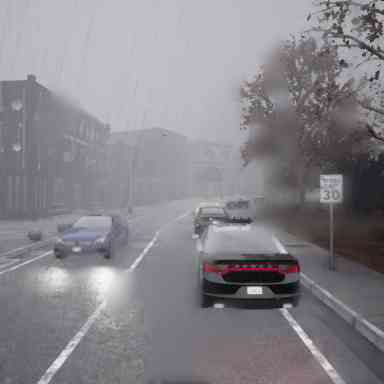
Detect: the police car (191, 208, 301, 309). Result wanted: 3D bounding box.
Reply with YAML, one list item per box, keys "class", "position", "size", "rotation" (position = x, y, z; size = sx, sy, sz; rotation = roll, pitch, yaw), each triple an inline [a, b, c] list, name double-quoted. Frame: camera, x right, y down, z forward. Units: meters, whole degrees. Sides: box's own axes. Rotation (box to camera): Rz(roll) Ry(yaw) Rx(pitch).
- class: "police car"
  position: [1.033, 1.427, 8.091]
  size: [1.930, 1.638, 5.238]
  rotation: [0, 0, 0]

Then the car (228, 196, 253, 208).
- class: "car"
  position: [6.399, 1.518, 46.172]
  size: [1.895, 1.301, 4.718]
  rotation: [0, 0, 28]

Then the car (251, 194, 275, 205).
- class: "car"
  position: [12.050, 1.290, 55.330]
  size: [1.837, 1.490, 4.892]
  rotation: [-1, 1, 40]

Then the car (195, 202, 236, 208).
- class: "car"
  position: [1.042, 1.509, 17.937]
  size: [1.837, 1.490, 4.892]
  rotation: [0, 0, 1]

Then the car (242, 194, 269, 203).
- class: "car"
  position: [12.006, 1.234, 62.601]
  size: [4.902, 1.511, 2.128]
  rotation: [-1, 0, -37]

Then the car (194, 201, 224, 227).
- class: "car"
  position: [1.262, 1.481, 23.783]
  size: [1.882, 1.535, 5.008]
  rotation: [0, 0, 4]

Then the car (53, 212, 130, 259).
- class: "car"
  position: [-3.574, 1.529, 12.694]
  size: [1.812, 1.442, 4.674]
  rotation: [0, 0, 1]
